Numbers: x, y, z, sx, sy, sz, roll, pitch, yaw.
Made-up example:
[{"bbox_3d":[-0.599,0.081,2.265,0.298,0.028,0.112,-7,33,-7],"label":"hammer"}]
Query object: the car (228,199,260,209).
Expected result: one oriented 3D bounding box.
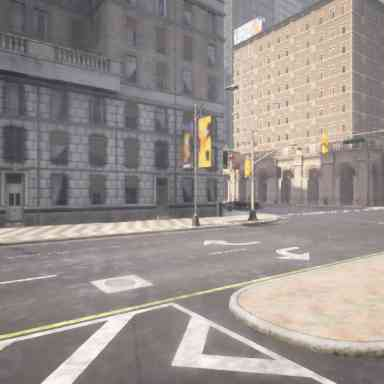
[{"bbox_3d":[7.281,1.603,46.474,1.895,1.301,4.718,0,0,-36],"label":"car"}]
